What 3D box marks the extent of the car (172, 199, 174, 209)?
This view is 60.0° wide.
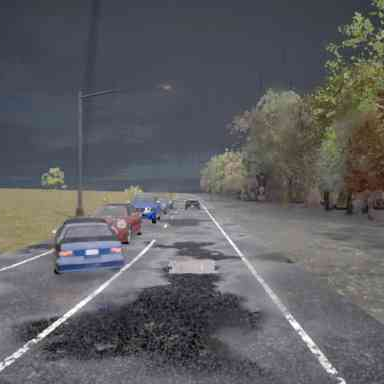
[{"bbox_3d":[-3.599,1.346,45.292,2.097,1.767,4.553,0,0,0],"label":"car"}]

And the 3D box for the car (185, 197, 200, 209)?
[{"bbox_3d":[0.053,1.499,44.270,1.837,1.490,4.892,0,0,0],"label":"car"}]

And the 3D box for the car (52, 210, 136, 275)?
[{"bbox_3d":[-3.414,1.550,10.649,2.033,1.411,5.357,0,0,-21],"label":"car"}]

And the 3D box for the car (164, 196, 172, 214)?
[{"bbox_3d":[-3.598,1.350,35.285,2.097,1.767,4.553,0,0,0],"label":"car"}]

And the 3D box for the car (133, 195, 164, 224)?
[{"bbox_3d":[-3.607,1.222,25.281,2.150,2.045,5.566,0,0,-1],"label":"car"}]

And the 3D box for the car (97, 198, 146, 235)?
[{"bbox_3d":[-3.673,1.353,15.618,2.097,1.767,4.553,0,0,1],"label":"car"}]
